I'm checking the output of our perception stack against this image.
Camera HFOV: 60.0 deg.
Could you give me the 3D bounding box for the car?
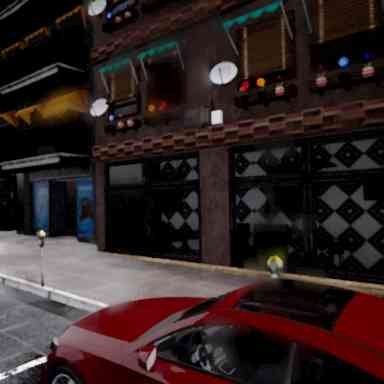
[{"bbox_3d":[0.643,1.532,2.829,4.674,1.442,1.812,0,0,36],"label":"car"}]
